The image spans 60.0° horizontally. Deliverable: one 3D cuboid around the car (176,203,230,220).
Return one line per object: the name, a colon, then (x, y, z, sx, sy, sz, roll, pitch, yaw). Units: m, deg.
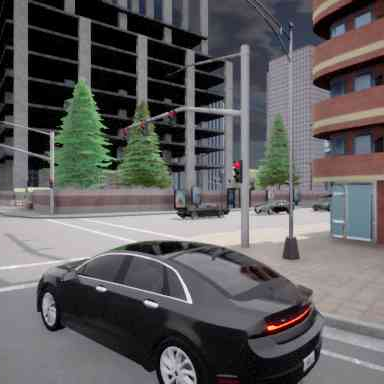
car: (0.973, 1.656, 29.125, 4.718, 1.301, 1.895, 0, 0, -36)

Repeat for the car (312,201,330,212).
car: (16.663, 1.407, 40.295, 4.553, 1.767, 2.097, 0, 0, -35)

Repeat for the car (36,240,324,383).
car: (-0.602, 1.505, 5.065, 4.892, 1.490, 1.837, 0, 0, 41)

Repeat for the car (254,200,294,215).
car: (8.566, 1.547, 34.543, 4.902, 1.511, 2.128, 0, 0, -35)
